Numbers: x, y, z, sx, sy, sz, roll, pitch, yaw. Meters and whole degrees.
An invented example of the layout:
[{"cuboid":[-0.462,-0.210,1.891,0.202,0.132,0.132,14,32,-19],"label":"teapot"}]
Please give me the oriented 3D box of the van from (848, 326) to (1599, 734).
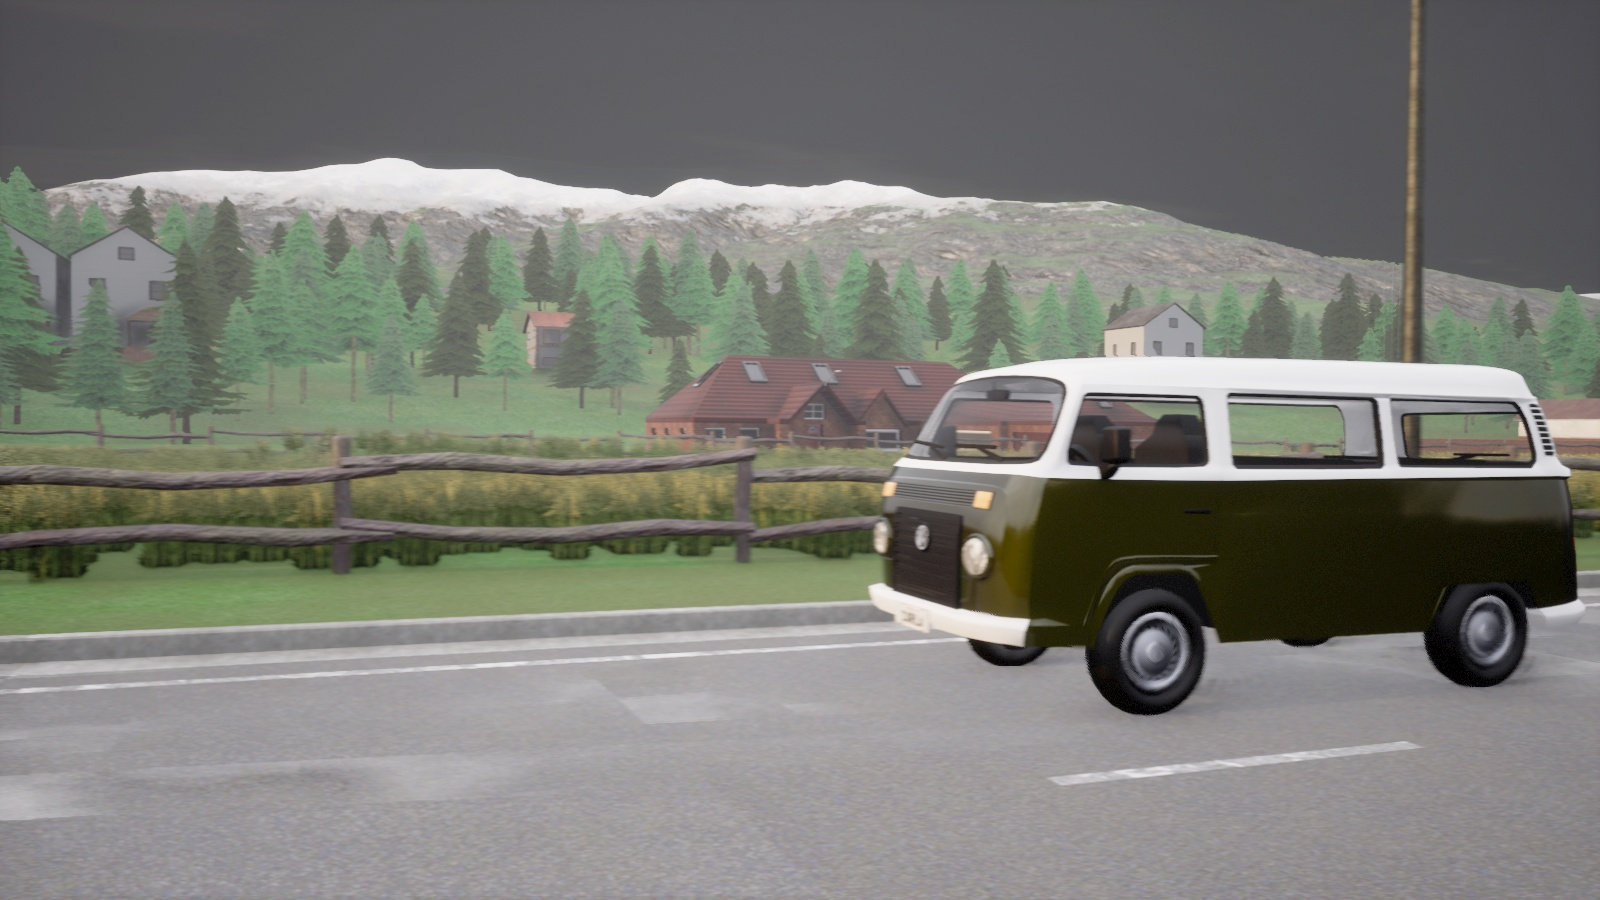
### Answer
[{"cuboid":[2.784,0.366,8.037,4.480,2.038,2.069,-1,1,-21],"label":"van"}]
